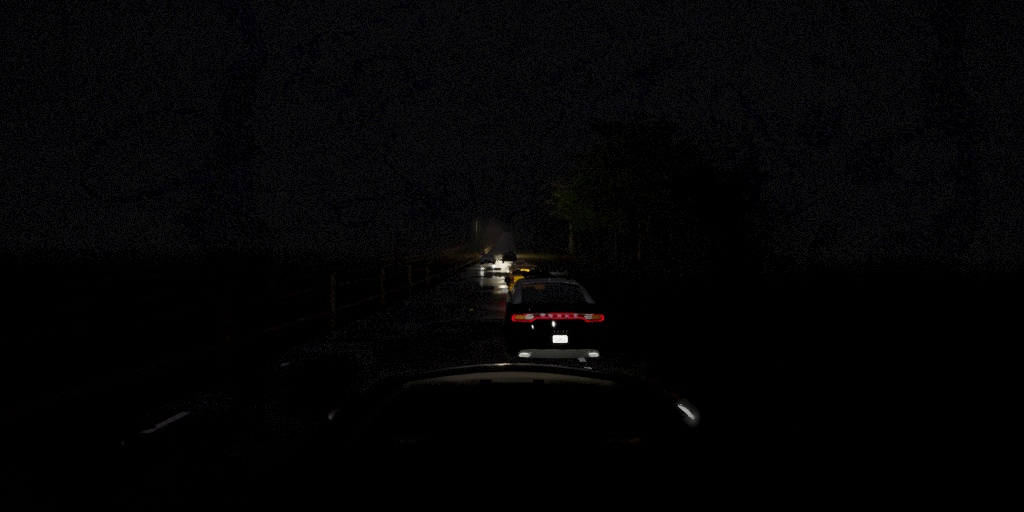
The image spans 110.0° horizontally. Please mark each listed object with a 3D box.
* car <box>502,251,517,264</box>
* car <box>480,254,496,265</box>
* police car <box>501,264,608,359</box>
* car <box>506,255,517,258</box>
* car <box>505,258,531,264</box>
[{"bbox_3d":[-0.357,0.112,51.823,2.097,1.767,4.553,0,2,0],"label":"car"},{"bbox_3d":[-3.134,0.430,47.366,1.812,1.442,4.674,0,2,0],"label":"car"},{"bbox_3d":[0.774,1.149,8.499,1.930,1.638,5.238,0,0,0],"label":"police car"},{"bbox_3d":[0.636,0.969,24.574,1.801,1.575,5.366,0,1,0],"label":"car"},{"bbox_3d":[0.688,1.072,18.576,1.801,1.575,5.366,0,1,0],"label":"car"}]
